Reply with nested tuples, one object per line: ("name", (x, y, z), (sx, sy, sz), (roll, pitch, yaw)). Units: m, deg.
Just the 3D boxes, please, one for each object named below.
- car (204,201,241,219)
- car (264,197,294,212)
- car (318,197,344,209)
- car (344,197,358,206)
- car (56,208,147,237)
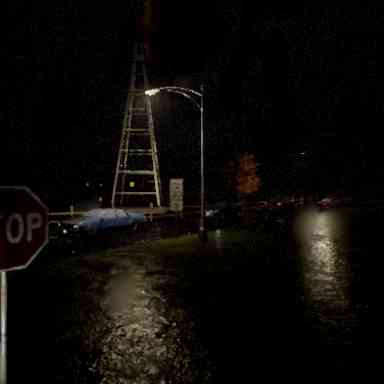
("car", (2.708, 1.562, 29.478), (1.812, 1.442, 4.674), (0, 0, 38))
("car", (10.274, 1.335, 39.210), (2.097, 1.767, 4.553), (1, 1, 38))
("car", (18.623, 1.526, 45.096), (1.994, 1.385, 4.181), (0, 0, 39))
("car", (24.880, 1.472, 52.962), (2.033, 1.411, 5.357), (0, 0, 40))
("car", (-5.005, 1.631, 19.310), (2.033, 1.411, 5.357), (0, 0, 36))
